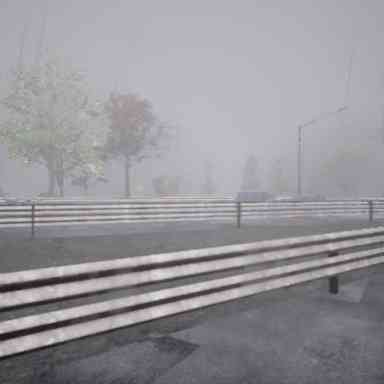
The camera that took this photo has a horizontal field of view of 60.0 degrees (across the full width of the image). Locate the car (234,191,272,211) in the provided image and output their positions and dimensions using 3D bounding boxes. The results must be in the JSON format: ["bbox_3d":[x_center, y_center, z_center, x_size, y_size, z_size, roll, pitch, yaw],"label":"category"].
[{"bbox_3d":[6.803,0.928,32.819,5.566,2.045,2.150,0,0,-23],"label":"car"}]

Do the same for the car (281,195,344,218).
[{"bbox_3d":[9.839,1.059,26.493,4.553,1.767,2.097,0,0,-23],"label":"car"}]

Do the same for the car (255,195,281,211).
[{"bbox_3d":[8.334,1.235,29.647,4.674,1.442,1.812,0,0,-23],"label":"car"}]

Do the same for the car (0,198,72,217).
[{"bbox_3d":[-10.387,1.149,21.577,4.902,1.511,2.128,0,0,-24],"label":"car"}]
